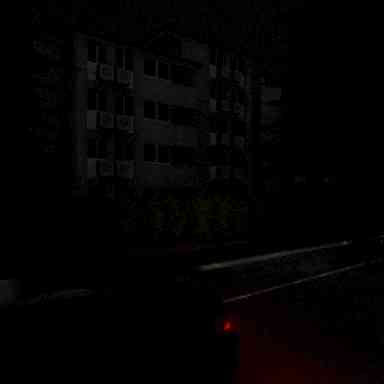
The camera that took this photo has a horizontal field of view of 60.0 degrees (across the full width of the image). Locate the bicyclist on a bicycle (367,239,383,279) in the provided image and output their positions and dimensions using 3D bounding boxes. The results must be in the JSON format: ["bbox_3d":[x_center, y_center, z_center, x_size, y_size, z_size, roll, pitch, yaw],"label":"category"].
[{"bbox_3d":[5.156,1.455,8.242,0.582,1.620,1.656,0,-2,-37],"label":"bicyclist on a bicycle"}]

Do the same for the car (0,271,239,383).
[{"bbox_3d":[-1.614,1.526,2.788,4.674,1.442,1.812,0,0,-38],"label":"car"}]
